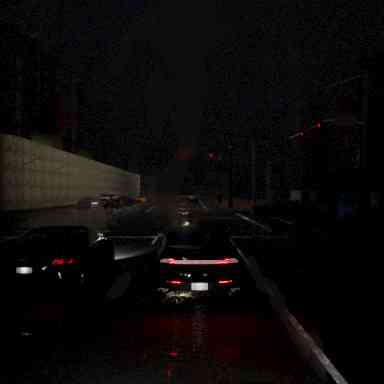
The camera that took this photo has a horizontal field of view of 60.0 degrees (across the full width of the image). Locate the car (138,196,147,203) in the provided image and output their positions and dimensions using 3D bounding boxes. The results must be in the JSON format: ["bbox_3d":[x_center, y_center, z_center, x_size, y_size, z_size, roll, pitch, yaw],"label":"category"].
[{"bbox_3d":[-10.364,1.477,67.203,1.882,1.535,5.008,0,0,1],"label":"car"}]

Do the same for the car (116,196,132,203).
[{"bbox_3d":[-13.850,1.548,68.087,2.033,1.411,5.357,0,0,0],"label":"car"}]

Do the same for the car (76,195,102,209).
[{"bbox_3d":[-13.992,1.505,44.776,1.837,1.490,4.892,0,0,0],"label":"car"}]

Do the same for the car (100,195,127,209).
[{"bbox_3d":[-10.493,1.526,44.738,1.812,1.442,4.674,0,0,0],"label":"car"}]

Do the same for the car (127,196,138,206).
[{"bbox_3d":[-10.466,1.601,53.846,1.895,1.301,4.718,0,0,0],"label":"car"}]

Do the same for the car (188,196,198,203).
[{"bbox_3d":[0.247,1.491,66.365,2.128,1.511,4.902,0,0,0],"label":"car"}]

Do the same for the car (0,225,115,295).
[{"bbox_3d":[-3.405,1.564,8.782,1.994,1.385,4.181,0,0,0],"label":"car"}]

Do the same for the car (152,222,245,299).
[{"bbox_3d":[0.103,1.492,8.425,2.128,1.511,4.902,0,0,-1],"label":"car"}]

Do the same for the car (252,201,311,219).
[{"bbox_3d":[7.622,1.492,28.573,4.902,1.511,2.128,0,0,0],"label":"car"}]

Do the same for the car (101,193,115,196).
[{"bbox_3d":[-13.971,1.221,54.630,2.150,2.045,5.566,0,0,1],"label":"car"}]
